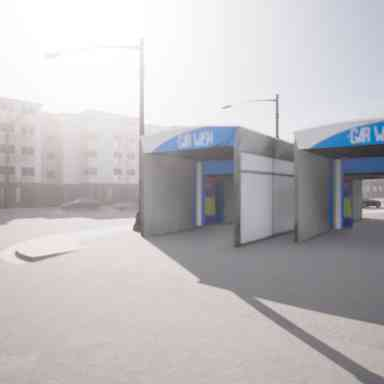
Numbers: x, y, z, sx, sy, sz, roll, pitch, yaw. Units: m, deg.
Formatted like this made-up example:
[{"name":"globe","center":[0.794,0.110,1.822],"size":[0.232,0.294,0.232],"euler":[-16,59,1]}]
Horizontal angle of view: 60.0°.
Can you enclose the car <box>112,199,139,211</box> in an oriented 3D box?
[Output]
[{"name":"car","center":[-7.126,1.562,39.760],"size":[4.718,1.301,1.895],"euler":[0,0,-39]}]

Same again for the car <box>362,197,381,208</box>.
[{"name":"car","center":[24.419,1.475,46.774],"size":[4.902,1.511,2.128],"euler":[0,0,-24]}]

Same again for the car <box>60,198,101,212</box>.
[{"name":"car","center":[-12.986,1.480,39.061],"size":[4.674,1.442,1.812],"euler":[0,0,-44]}]
